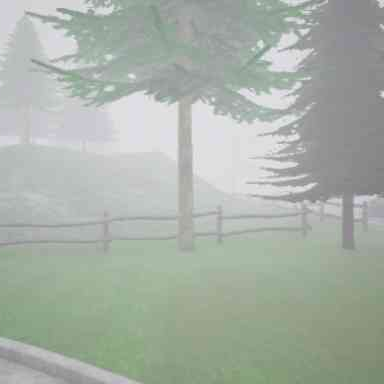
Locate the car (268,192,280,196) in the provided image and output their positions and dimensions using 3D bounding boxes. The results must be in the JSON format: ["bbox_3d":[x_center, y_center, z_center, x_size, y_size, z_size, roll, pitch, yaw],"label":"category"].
[{"bbox_3d":[10.355,0.701,40.904,2.033,1.411,5.357,-1,1,-5],"label":"car"}]

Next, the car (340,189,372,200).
[{"bbox_3d":[23.727,0.372,48.378,1.837,1.490,4.892,-1,1,-5],"label":"car"}]

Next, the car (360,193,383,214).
[{"bbox_3d":[15.270,0.870,25.600,1.837,1.490,4.892,-1,1,-5],"label":"car"}]

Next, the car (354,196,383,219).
[{"bbox_3d":[12.255,0.848,20.135,2.097,1.767,4.553,-1,1,-5],"label":"car"}]
